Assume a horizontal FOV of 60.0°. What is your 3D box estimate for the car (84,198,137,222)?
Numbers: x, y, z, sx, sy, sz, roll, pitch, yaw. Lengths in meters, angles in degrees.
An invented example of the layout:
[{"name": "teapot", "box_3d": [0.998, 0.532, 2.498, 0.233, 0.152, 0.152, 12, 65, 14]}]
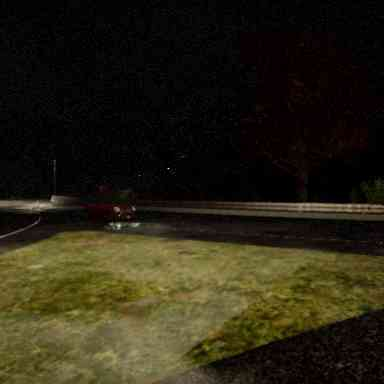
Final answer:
[{"name": "car", "box_3d": [-6.404, 1.263, 25.894, 4.553, 1.767, 2.097, 0, 0, 39]}]
